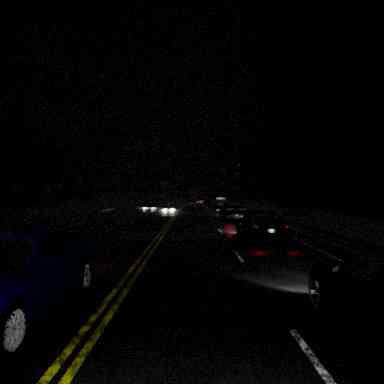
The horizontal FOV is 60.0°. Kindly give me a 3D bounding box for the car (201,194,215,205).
[{"bbox_3d":[3.264,1.334,59.675,2.150,2.045,5.566,0,0,0],"label":"car"}]

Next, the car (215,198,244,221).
[{"bbox_3d":[3.257,1.487,26.619,2.128,1.511,4.902,0,0,0],"label":"car"}]

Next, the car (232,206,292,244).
[{"bbox_3d":[3.254,1.553,15.612,1.994,1.385,4.181,0,0,0],"label":"car"}]

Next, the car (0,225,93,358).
[{"bbox_3d":[-3.347,1.469,6.186,1.882,1.535,5.008,0,0,0],"label":"car"}]

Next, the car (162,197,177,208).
[{"bbox_3d":[-3.318,1.550,48.824,2.128,1.511,4.902,0,0,0],"label":"car"}]

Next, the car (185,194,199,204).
[{"bbox_3d":[0.016,1.608,68.596,1.812,1.442,4.674,0,0,0],"label":"car"}]

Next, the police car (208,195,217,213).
[{"bbox_3d":[3.259,1.444,37.737,1.930,1.638,5.238,0,0,0],"label":"police car"}]

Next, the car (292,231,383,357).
[{"bbox_3d":[3.251,1.496,4.635,2.163,1.488,4.792,0,0,0],"label":"car"}]

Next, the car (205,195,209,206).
[{"bbox_3d":[3.261,1.561,48.635,1.837,1.490,4.892,0,0,0],"label":"car"}]

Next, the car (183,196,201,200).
[{"bbox_3d":[-0.004,1.340,86.059,5.357,1.411,2.033,1,2,45],"label":"car"}]

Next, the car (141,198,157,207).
[{"bbox_3d":[-6.555,1.634,51.367,1.994,1.385,4.181,0,0,0],"label":"car"}]
